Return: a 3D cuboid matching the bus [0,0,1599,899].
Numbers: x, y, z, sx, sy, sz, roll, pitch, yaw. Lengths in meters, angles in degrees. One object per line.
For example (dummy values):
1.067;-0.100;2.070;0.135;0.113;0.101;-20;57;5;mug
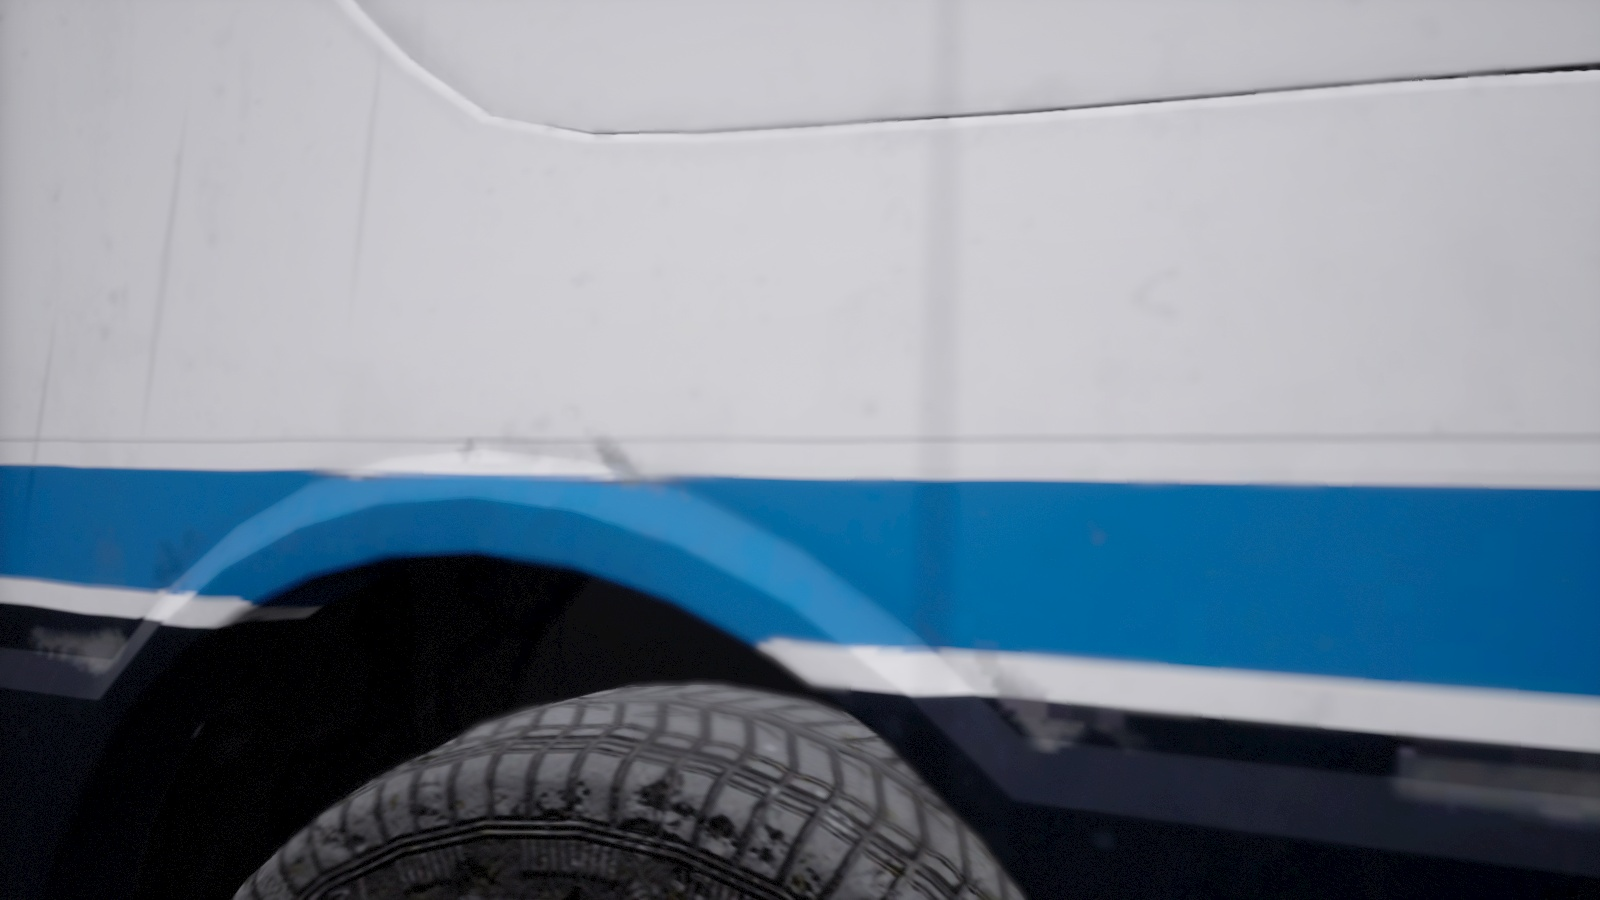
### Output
-2.281;-0.619;3.945;10.273;4.253;3.944;1;1;26;bus
